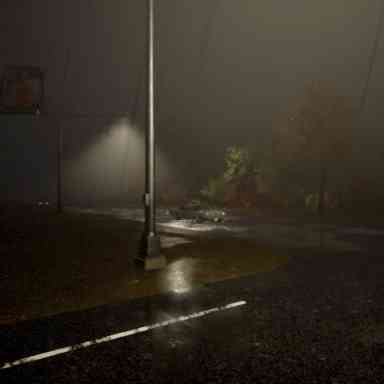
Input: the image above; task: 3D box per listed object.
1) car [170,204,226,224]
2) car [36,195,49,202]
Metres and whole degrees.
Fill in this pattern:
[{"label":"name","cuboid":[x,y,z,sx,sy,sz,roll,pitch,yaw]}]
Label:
[{"label":"car","cuboid":[0.373,1.570,24.637,1.895,1.301,4.718,0,0,-36]},{"label":"car","cuboid":[-30.607,1.235,68.068,2.033,1.411,5.357,0,0,-33]}]
